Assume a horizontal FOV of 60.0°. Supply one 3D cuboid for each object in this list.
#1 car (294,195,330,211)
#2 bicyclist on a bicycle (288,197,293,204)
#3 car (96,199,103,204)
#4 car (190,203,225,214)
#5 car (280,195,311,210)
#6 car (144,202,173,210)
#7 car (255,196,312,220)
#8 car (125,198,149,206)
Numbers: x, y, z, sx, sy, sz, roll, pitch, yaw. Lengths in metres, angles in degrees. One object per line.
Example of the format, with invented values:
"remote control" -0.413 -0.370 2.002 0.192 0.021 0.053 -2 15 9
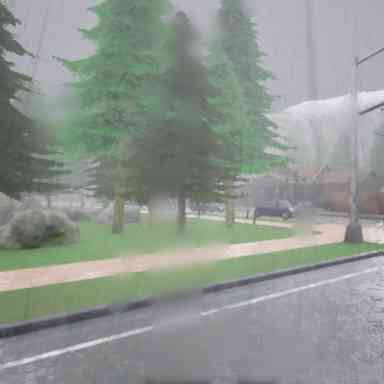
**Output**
"car" 15.203 1.348 41.143 4.605 1.855 1.932 0 0 -37
"bicyclist on a bicycle" 11.040 1.427 37.604 1.656 1.620 0.582 1 0 -37
"car" -16.777 1.602 64.834 4.902 1.511 2.128 0 0 42
"car" 1.704 1.599 37.593 2.128 1.511 4.902 0 0 -37
"car" 13.385 1.348 42.922 3.866 1.878 1.905 0 0 -37
"car" -4.466 1.609 45.796 1.837 1.490 4.892 0 0 -37
"car" 7.766 1.460 29.465 2.097 1.767 4.553 0 0 -37
"car" -9.640 1.721 57.875 1.895 1.301 4.718 0 0 -42
